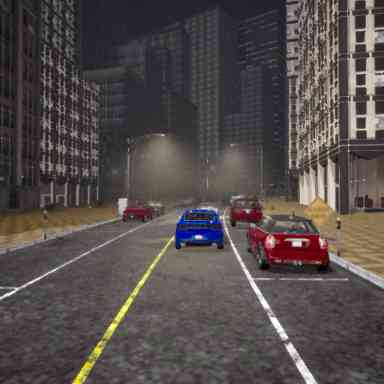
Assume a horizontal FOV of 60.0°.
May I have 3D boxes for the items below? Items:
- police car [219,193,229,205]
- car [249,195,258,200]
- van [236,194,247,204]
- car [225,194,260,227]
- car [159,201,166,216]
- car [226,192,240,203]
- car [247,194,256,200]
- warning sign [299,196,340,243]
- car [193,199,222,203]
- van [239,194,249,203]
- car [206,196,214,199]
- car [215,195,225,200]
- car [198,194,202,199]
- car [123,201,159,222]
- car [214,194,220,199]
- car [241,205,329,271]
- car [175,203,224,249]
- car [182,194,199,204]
[{"bbox_3d":[6.338,1.360,57.441,1.930,1.638,5.238,0,0,11],"label":"police car"},{"bbox_3d":[17.020,1.416,91.727,1.947,1.339,4.313,1,0,18],"label":"car"},{"bbox_3d":[9.475,1.256,63.309,1.690,1.788,3.998,1,0,12],"label":"van"},{"bbox_3d":[3.599,1.304,22.574,2.192,1.841,5.009,1,0,5],"label":"car"},{"bbox_3d":[-3.621,1.543,31.881,2.008,1.369,4.403,1,0,6],"label":"car"},{"bbox_3d":[8.356,1.120,67.083,2.150,2.045,5.566,0,0,13],"label":"car"},{"bbox_3d":[15.351,1.389,86.301,1.752,1.417,4.829,1,0,17],"label":"car"},{"bbox_3d":[5.257,1.110,13.810,1.300,1.860,1.060,-1,-1,3],"label":"warning sign"},{"bbox_3d":[1.455,1.602,29.480,1.895,1.301,4.718,0,0,6],"label":"car"},{"bbox_3d":[10.760,1.244,69.029,1.690,1.788,3.998,1,0,14],"label":"van"},{"bbox_3d":[4.392,1.493,76.746,1.947,1.339,4.313,1,0,14],"label":"car"},{"bbox_3d":[7.414,1.473,87.739,1.947,1.339,4.313,1,0,16],"label":"car"},{"bbox_3d":[0.607,1.269,59.986,2.192,1.841,5.009,1,0,11],"label":"car"},{"bbox_3d":[-4.156,1.542,26.214,1.887,1.381,4.507,1,0,4],"label":"car"},{"bbox_3d":[6.974,1.262,76.551,2.097,1.767,4.553,0,0,14],"label":"car"},{"bbox_3d":[2.938,1.438,10.981,1.967,1.590,4.097,1,0,2],"label":"car"},{"bbox_3d":[0.362,1.484,14.557,1.882,1.535,5.008,0,0,3],"label":"car"},{"bbox_3d":[-0.471,1.488,54.250,1.752,1.417,4.829,1,0,10],"label":"car"}]
